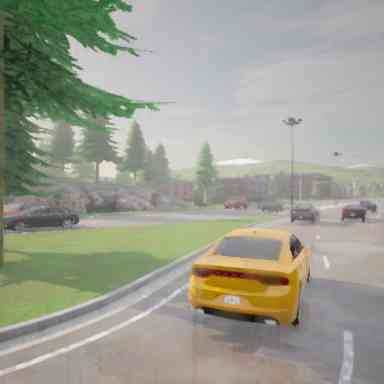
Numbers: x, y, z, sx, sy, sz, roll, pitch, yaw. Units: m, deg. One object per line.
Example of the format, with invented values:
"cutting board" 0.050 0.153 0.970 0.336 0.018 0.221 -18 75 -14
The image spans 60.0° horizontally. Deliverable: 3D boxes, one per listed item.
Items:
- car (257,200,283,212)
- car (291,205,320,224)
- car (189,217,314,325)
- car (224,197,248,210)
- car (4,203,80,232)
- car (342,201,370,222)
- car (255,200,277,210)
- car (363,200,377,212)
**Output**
"car" 11.483 1.897 47.668 2.097 1.767 4.553 0 -1 32
"car" 9.747 1.832 28.420 2.128 1.511 4.902 0 -1 28
"car" 1.571 1.563 7.492 1.882 1.535 5.008 1 0 22
"car" 7.212 1.810 54.075 2.150 2.045 5.566 0 -1 32
"car" -9.722 1.672 21.350 4.892 1.490 1.837 1 -1 -43
"car" 15.301 1.876 31.254 1.882 1.535 5.008 0 -1 30
"car" 12.470 2.127 55.926 2.128 1.511 4.902 0 -1 32
"car" 25.400 1.975 48.093 2.097 1.767 4.553 0 -1 35
